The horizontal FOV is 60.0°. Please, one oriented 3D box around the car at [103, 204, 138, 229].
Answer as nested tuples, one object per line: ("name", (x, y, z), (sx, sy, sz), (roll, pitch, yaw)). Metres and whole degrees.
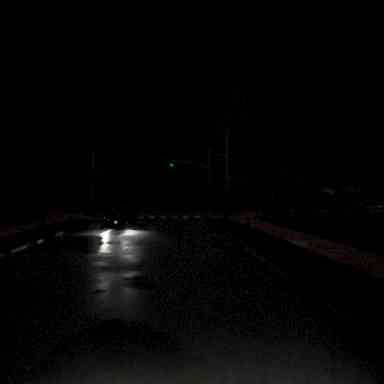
("car", (-4.825, 1.633, 22.805), (1.837, 1.490, 4.892), (0, -1, -4))
